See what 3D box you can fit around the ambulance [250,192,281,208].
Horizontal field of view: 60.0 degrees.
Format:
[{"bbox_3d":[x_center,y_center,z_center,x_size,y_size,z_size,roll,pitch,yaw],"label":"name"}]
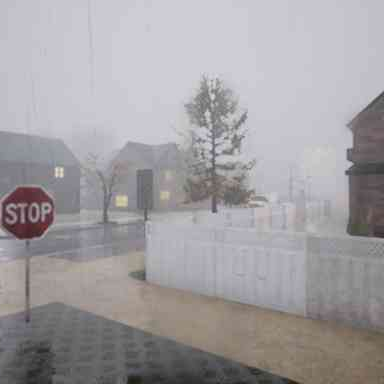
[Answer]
[{"bbox_3d":[8.403,1.211,39.097,2.351,2.431,6.366,-1,-1,34],"label":"ambulance"}]
